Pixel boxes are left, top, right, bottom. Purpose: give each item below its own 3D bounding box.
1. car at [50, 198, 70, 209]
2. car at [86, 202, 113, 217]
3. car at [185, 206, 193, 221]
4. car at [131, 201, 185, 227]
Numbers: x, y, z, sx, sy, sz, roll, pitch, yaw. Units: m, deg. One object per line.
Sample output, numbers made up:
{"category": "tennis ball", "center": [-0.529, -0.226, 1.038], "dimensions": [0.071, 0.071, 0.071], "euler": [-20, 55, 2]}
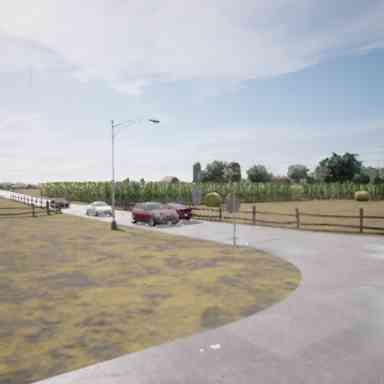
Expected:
{"category": "car", "center": [-19.577, 1.644, 49.226], "dimensions": [1.882, 1.535, 5.008], "euler": [-1, 1, -35]}
{"category": "car", "center": [-9.785, 1.800, 35.158], "dimensions": [1.812, 1.442, 4.674], "euler": [-1, 1, -36]}
{"category": "car", "center": [-1.901, 1.711, 28.834], "dimensions": [1.882, 1.535, 5.008], "euler": [-1, 0, -35]}
{"category": "car", "center": [-2.866, 1.612, 25.308], "dimensions": [2.097, 1.767, 4.553], "euler": [-1, 0, -35]}
